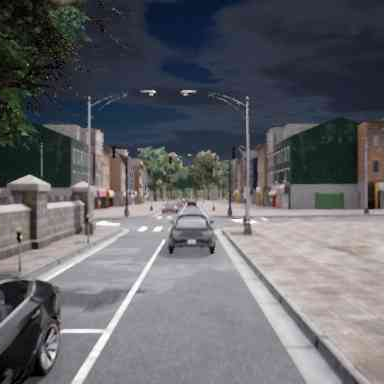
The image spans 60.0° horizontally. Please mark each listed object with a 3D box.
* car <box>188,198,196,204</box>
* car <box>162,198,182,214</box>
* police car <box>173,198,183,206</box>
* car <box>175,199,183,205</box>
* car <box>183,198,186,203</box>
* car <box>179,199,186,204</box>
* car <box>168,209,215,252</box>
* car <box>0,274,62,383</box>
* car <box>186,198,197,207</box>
[{"bbox_3d":[-0.056,2.285,81.851,2.033,1.411,5.357,0,-1,0],"label":"car"},{"bbox_3d":[-2.675,1.872,41.265,1.967,1.590,4.097,-1,-1,0],"label":"car"},{"bbox_3d":[-3.059,2.242,73.991,1.930,1.638,5.238,0,-1,0],"label":"police car"},{"bbox_3d":[-3.075,2.405,80.879,1.837,1.490,4.892,0,-1,0],"label":"car"},{"bbox_3d":[-2.689,2.229,63.001,1.887,1.381,4.507,-1,-1,0],"label":"car"},{"bbox_3d":[-2.712,2.633,95.607,2.008,1.369,4.403,-1,-1,0],"label":"car"},{"bbox_3d":[-0.006,1.668,14.407,1.812,1.442,4.674,0,0,0],"label":"car"},{"bbox_3d":[-2.646,1.595,2.945,1.947,1.339,4.313,-1,-1,0],"label":"car"},{"bbox_3d":[-0.040,2.206,66.629,1.882,1.535,5.008,0,0,0],"label":"car"}]
